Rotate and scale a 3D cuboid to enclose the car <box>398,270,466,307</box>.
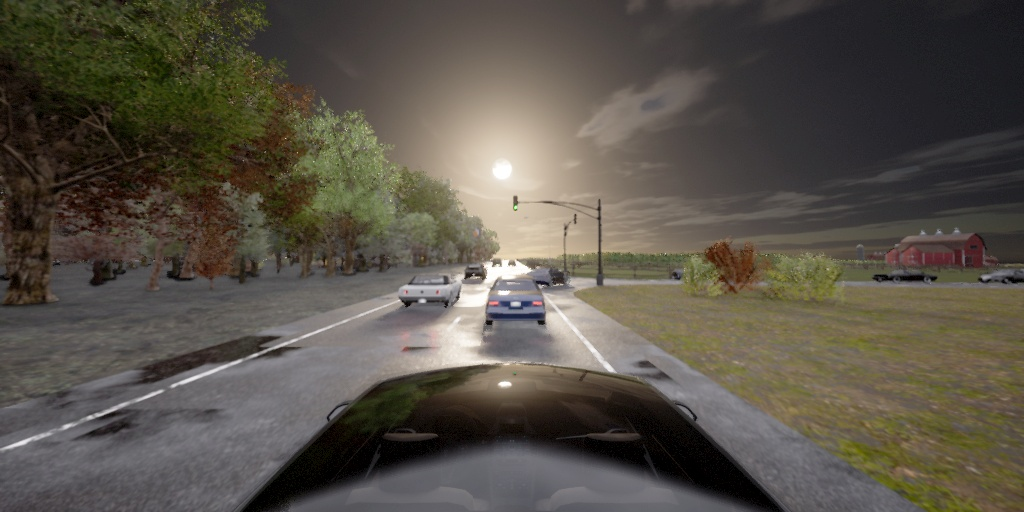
[{"bbox_3d":[-3.401,1.431,15.857,1.895,1.301,4.718,0,0,0],"label":"car"}]

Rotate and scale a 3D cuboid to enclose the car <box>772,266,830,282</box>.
[{"bbox_3d":[28.111,1.773,35.124,5.008,1.535,1.882,1,-1,0],"label":"car"}]

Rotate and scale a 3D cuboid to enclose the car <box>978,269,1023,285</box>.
[{"bbox_3d":[48.639,2.010,34.982,4.902,1.511,2.128,1,-1,1],"label":"car"}]

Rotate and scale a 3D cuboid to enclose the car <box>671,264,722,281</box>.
[{"bbox_3d":[18.080,1.538,35.198,4.553,1.767,2.097,1,-1,1],"label":"car"}]

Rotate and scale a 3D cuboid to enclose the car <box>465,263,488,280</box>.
[{"bbox_3d":[-3.403,1.439,34.320,1.837,1.490,4.892,0,0,0],"label":"car"}]

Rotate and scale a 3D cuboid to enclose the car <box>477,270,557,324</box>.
[{"bbox_3d":[0.099,1.357,12.165,2.033,1.411,5.357,0,0,0],"label":"car"}]

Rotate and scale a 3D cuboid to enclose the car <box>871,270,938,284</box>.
[{"bbox_3d":[38.255,2.007,35.075,4.718,1.301,1.895,1,-1,1],"label":"car"}]

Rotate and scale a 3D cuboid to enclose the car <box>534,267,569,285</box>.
[{"bbox_3d":[2.565,1.451,25.833,1.994,1.385,4.181,-1,-1,30],"label":"car"}]
